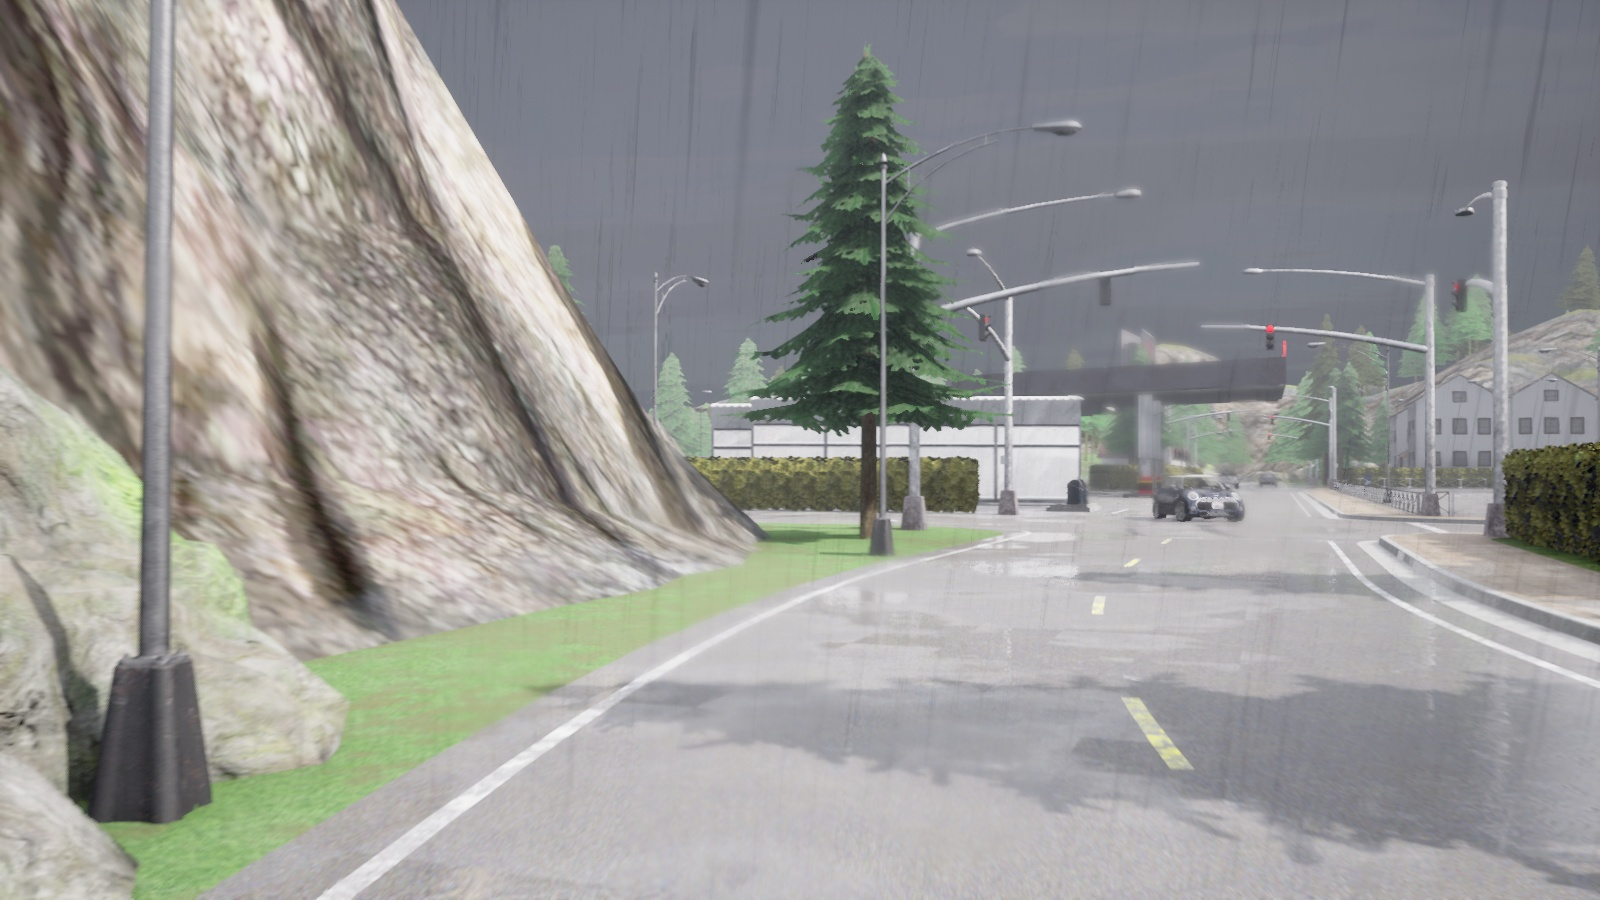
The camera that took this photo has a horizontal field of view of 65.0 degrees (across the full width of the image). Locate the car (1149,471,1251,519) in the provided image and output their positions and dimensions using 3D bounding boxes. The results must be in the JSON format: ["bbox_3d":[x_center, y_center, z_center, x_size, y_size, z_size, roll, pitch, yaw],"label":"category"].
[{"bbox_3d":[12.897,1.412,40.719,1.970,1.475,3.806,0,-1,-2],"label":"car"}]
